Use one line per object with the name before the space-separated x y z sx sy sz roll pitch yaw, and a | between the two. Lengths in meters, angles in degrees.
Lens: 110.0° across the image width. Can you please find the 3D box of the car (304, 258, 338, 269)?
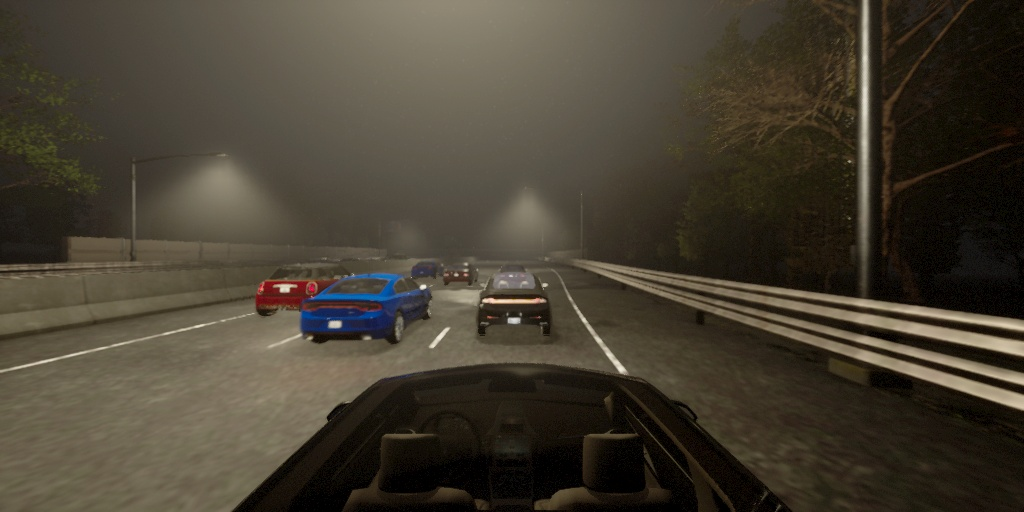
car | -28.000 1.097 52.816 2.033 1.411 5.357 0 0 1

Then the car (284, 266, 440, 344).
car | -3.449 1.193 9.496 1.882 1.535 5.008 0 0 0

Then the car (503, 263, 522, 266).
car | 0.065 1.198 24.678 2.033 1.411 5.357 0 0 1

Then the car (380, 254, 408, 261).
car | -17.509 0.765 54.480 2.150 2.045 5.566 0 0 1

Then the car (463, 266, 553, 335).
car | 0.062 1.204 10.322 2.128 1.511 4.902 0 0 0

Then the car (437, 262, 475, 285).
car | -3.435 1.198 24.690 2.033 1.411 5.357 0 0 1

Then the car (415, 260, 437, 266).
car | -6.898 1.107 29.996 1.882 1.535 5.008 0 0 0

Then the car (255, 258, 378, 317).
car | -6.920 1.050 13.079 2.097 1.767 4.553 0 0 0

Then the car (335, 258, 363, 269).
car | -24.505 1.049 54.122 1.837 1.490 4.892 0 1 1
